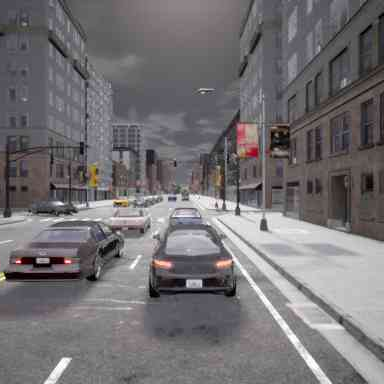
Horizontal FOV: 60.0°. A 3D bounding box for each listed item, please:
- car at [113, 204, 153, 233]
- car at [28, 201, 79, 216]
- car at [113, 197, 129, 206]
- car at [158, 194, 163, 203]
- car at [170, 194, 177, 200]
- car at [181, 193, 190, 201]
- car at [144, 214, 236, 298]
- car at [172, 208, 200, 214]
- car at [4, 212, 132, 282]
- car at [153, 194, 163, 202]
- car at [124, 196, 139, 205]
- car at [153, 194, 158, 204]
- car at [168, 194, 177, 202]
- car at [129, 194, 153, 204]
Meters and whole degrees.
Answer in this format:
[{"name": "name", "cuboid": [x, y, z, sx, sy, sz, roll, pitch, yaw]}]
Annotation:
[{"name": "car", "cuboid": [-3.510, 1.605, 19.448, 1.895, 1.301, 4.718, 0, 0, -1]}, {"name": "car", "cuboid": [-13.295, 1.538, 31.758, 5.357, 1.411, 2.033, 0, 0, 29]}, {"name": "car", "cuboid": [-10.851, 1.495, 51.511, 1.882, 1.535, 5.008, 0, 0, -1]}, {"name": "car", "cuboid": [-7.863, 1.546, 69.261, 2.128, 1.511, 4.902, 0, 0, -1]}, {"name": "car", "cuboid": [-5.043, 1.388, 90.719, 1.837, 1.490, 4.892, 0, 0, -1]}, {"name": "car", "cuboid": [-1.592, 1.612, 80.813, 1.895, 1.301, 4.718, 0, 0, -1]}, {"name": "car", "cuboid": [-0.037, 1.527, 8.444, 1.812, 1.442, 4.674, 0, 0, -2]}, {"name": "car", "cuboid": [-0.331, 1.551, 18.031, 2.033, 1.411, 5.357, 0, 0, -1]}, {"name": "car", "cuboid": [-3.313, 1.548, 9.783, 2.033, 1.411, 5.357, 0, 0, -1]}, {"name": "car", "cuboid": [-8.068, 1.362, 79.492, 2.097, 1.767, 4.553, 0, 0, -1]}, {"name": "car", "cuboid": [-11.001, 1.545, 60.733, 1.812, 1.442, 4.674, 0, 0, -1]}, {"name": "car", "cuboid": [-7.738, 1.511, 59.391, 2.128, 1.511, 4.902, 0, 0, -1]}, {"name": "car", "cuboid": [-4.833, 1.494, 80.301, 1.882, 1.535, 5.008, 0, 0, -1]}, {"name": "car", "cuboid": [-7.568, 1.508, 50.038, 2.128, 1.511, 4.902, 0, 0, -1]}]
